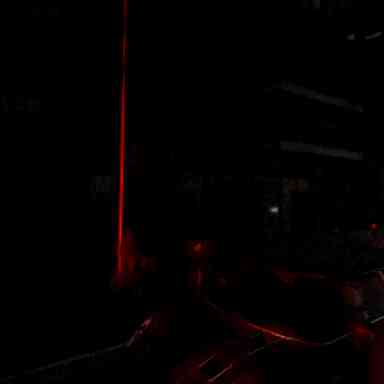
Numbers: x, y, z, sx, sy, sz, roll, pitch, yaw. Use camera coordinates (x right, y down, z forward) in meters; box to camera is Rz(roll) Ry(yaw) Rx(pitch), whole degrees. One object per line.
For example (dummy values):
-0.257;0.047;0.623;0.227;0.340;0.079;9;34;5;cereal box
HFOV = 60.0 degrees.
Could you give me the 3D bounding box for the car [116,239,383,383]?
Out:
1.237;1.435;3.734;4.097;1.590;1.967;0;1;-35;car
